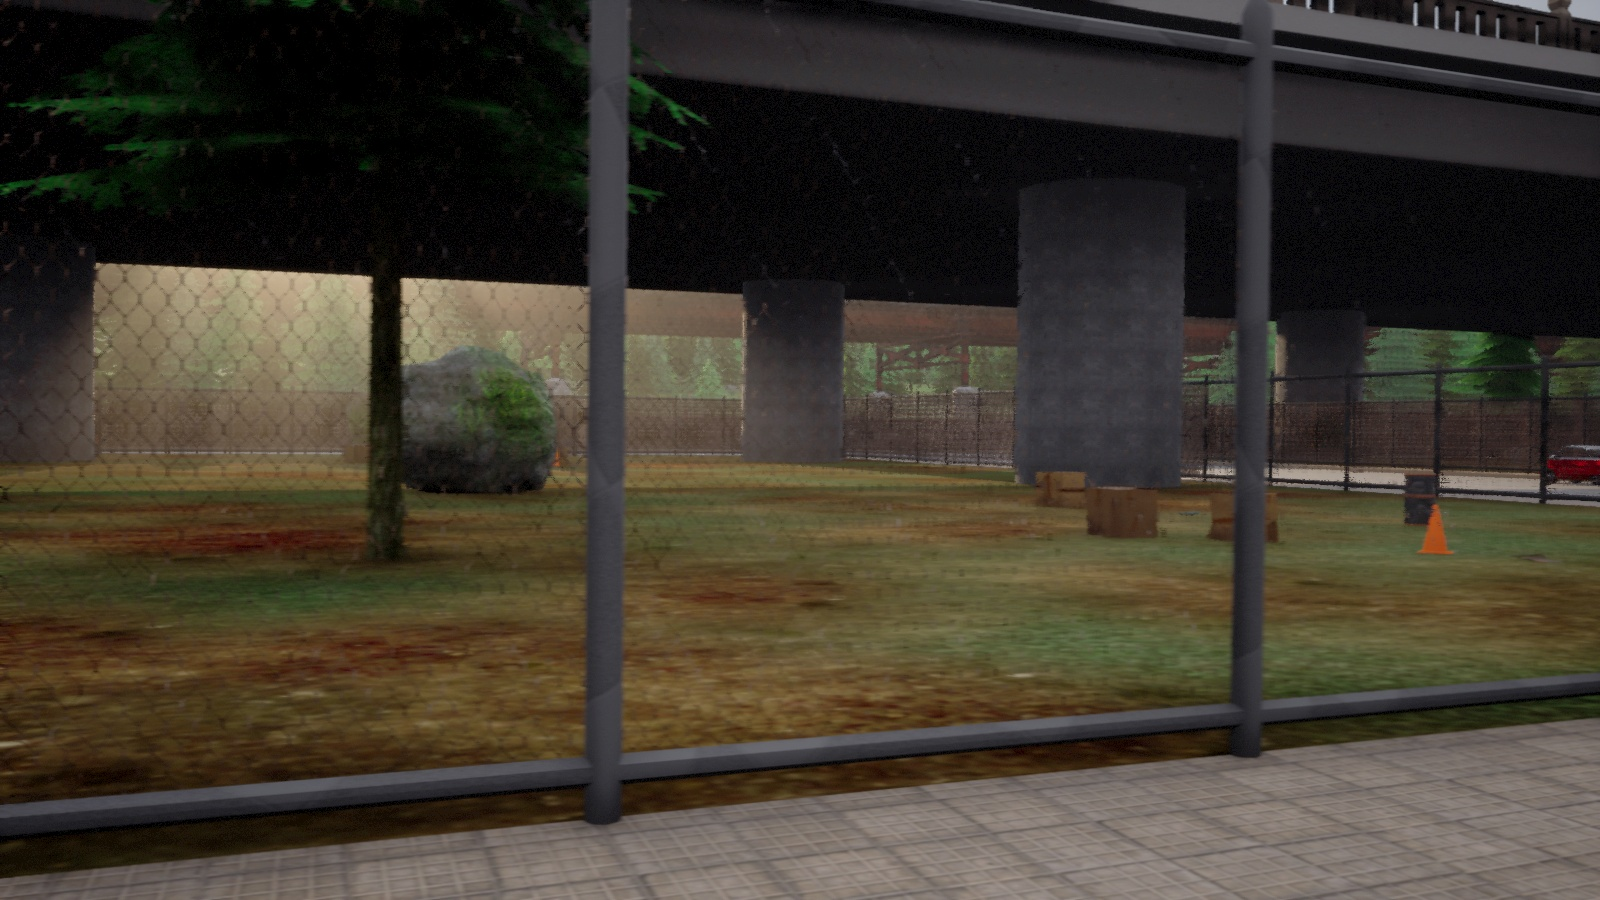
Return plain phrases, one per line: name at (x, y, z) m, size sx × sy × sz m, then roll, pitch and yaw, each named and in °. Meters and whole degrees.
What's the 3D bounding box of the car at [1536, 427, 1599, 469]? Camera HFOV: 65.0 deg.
car at (26.762, -0.081, 43.033) m, size 1.481 × 1.376 × 2.207 m, roll -1°, pitch 1°, yaw -21°
